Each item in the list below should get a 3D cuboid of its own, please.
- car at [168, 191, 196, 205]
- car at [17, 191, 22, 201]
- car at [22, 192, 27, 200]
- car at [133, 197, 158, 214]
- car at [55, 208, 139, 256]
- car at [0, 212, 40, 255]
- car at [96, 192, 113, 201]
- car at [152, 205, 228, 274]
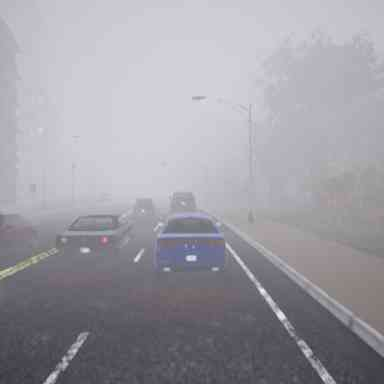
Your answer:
[{"bbox_3d":[-0.830,0.967,28.748,2.150,2.045,5.566,0,0,-3],"label":"car"},{"bbox_3d":[-28.399,0.783,49.134,4.829,1.417,1.752,1,0,-13],"label":"car"},{"bbox_3d":[-30.786,0.576,57.351,4.097,1.590,1.967,1,0,-13],"label":"car"},{"bbox_3d":[-4.140,1.247,29.468,1.837,1.490,4.892,0,0,-4],"label":"car"},{"bbox_3d":[-3.367,1.495,12.526,1.895,1.301,4.718,0,0,-2],"label":"car"},{"bbox_3d":[-6.776,1.434,11.186,1.812,1.442,4.674,0,0,-1],"label":"car"},{"bbox_3d":[-12.024,0.752,45.851,1.837,1.490,4.892,0,1,-6],"label":"car"},{"bbox_3d":[-0.067,1.388,10.315,1.882,1.535,5.008,0,0,-1],"label":"car"}]
